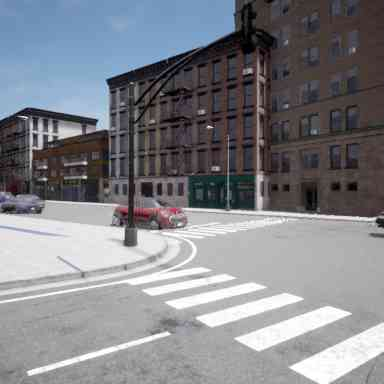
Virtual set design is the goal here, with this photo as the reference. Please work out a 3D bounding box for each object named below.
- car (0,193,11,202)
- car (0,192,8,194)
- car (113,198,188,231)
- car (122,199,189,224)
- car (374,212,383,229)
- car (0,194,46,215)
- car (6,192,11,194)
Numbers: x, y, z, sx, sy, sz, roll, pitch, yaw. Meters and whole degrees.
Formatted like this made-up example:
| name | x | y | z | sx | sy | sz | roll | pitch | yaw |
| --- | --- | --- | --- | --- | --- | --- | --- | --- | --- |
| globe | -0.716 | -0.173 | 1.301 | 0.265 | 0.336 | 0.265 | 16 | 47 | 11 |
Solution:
| name | x | y | z | sx | sy | sz | roll | pitch | yaw |
| --- | --- | --- | --- | --- | --- | --- | --- | --- | --- |
| car | -33.140 | 0.897 | 57.609 | 4.674 | 1.442 | 1.812 | 1 | 0 | 43 |
| car | -27.583 | 0.786 | 48.232 | 4.553 | 1.767 | 2.097 | 1 | 0 | 41 |
| car | -2.427 | 1.118 | 18.993 | 4.553 | 1.767 | 2.097 | 1 | 0 | 37 |
| car | -2.634 | 1.277 | 23.235 | 4.674 | 1.442 | 1.812 | 1 | 0 | 38 |
| car | 11.500 | 1.464 | 15.971 | 4.902 | 1.511 | 2.128 | 1 | 0 | 12 |
| car | -14.595 | 1.167 | 28.502 | 4.181 | 1.385 | 1.994 | 1 | 0 | 39 |
| car | -17.049 | 1.054 | 34.697 | 4.902 | 1.511 | 2.128 | 1 | 0 | 40 |
